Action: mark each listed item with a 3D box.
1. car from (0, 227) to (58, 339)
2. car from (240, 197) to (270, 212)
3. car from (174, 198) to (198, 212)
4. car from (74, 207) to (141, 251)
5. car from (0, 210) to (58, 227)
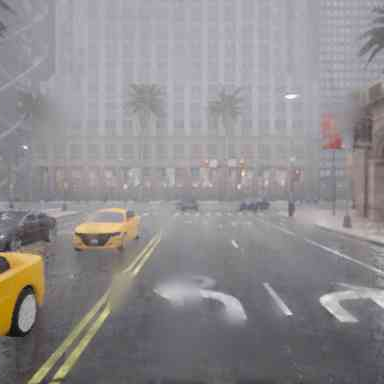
[{"bbox_3d":[-3.535,1.471,3.806,1.882,1.535,5.008,0,0,1],"label":"car"},{"bbox_3d":[7.204,1.310,37.705,2.097,1.767,4.553,0,0,33],"label":"car"},{"bbox_3d":[-0.761,1.444,38.648,2.128,1.511,4.902,0,0,-16],"label":"car"},{"bbox_3d":[-3.422,1.458,14.195,1.882,1.535,5.008,0,0,0],"label":"car"},{"bbox_3d":[-6.956,1.473,13.018,2.128,1.511,4.902,0,0,1],"label":"car"}]
